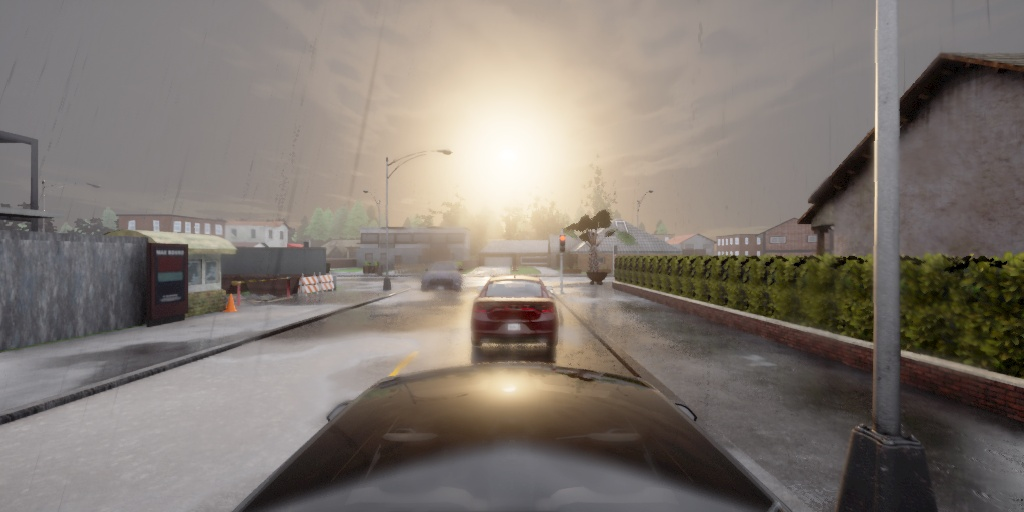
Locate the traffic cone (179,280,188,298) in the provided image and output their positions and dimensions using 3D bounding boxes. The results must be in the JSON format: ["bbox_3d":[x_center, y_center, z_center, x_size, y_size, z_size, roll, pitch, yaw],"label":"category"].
[{"bbox_3d":[-15.203,1.561,16.859,0.344,0.586,0.344,0,0,0],"label":"traffic cone"}]

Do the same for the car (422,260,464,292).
[{"bbox_3d":[-3.908,1.102,21.015,2.097,1.767,4.553,0,0,-5],"label":"car"}]

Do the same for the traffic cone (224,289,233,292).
[{"bbox_3d":[-10.339,1.568,12.789,0.344,0.586,0.344,0,0,0],"label":"traffic cone"}]

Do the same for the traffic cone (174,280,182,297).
[{"bbox_3d":[-15.771,1.558,17.223,0.344,0.586,0.344,0,0,0],"label":"traffic cone"}]

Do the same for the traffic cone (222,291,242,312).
[{"bbox_3d":[-9.621,1.598,12.266,0.344,0.586,0.344,0,0,0],"label":"traffic cone"}]

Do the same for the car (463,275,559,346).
[{"bbox_3d":[0.079,1.228,9.422,1.882,1.535,5.008,0,0,1],"label":"car"}]

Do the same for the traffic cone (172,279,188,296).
[{"bbox_3d":[-16.806,1.582,18.227,0.344,0.586,0.344,0,0,0],"label":"traffic cone"}]
